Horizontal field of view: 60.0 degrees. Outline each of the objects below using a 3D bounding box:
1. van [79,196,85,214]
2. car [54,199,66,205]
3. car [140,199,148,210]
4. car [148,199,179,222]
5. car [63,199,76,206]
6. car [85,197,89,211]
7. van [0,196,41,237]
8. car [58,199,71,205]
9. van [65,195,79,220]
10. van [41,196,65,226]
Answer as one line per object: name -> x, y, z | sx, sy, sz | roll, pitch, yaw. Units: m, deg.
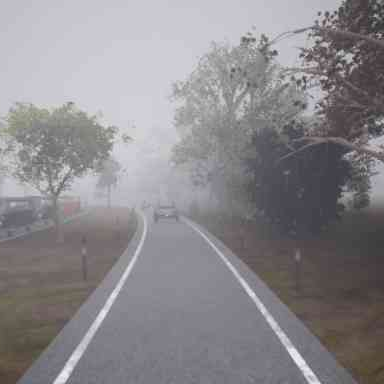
van -> -12.362, 1.361, 33.920 | 1.878, 1.987, 4.442 | 2, -2, -14
car -> -33.961, 2.561, 85.406 | 2.097, 1.535, 5.008 | -1, -1, -33
car -> -5.572, 1.586, 42.721 | 1.895, 1.301, 4.718 | -1, 0, -14
car -> -2.124, 1.450, 25.993 | 2.128, 1.511, 4.902 | 0, 0, -9
car -> -27.771, 2.293, 75.090 | 2.097, 1.535, 5.008 | -1, -1, -29
car -> -13.634, 1.643, 39.286 | 1.946, 1.575, 5.366 | 2, -2, -13
van -> -9.727, 1.242, 17.369 | 1.878, 1.987, 4.442 | 1, -1, -8
car -> -30.909, 2.425, 80.583 | 2.231, 1.521, 4.892 | -1, -1, -30
van -> -11.296, 1.311, 28.428 | 1.878, 1.987, 4.442 | 1, -1, -9
van -> -10.420, 1.271, 22.905 | 1.878, 1.987, 4.442 | 1, -1, -9
